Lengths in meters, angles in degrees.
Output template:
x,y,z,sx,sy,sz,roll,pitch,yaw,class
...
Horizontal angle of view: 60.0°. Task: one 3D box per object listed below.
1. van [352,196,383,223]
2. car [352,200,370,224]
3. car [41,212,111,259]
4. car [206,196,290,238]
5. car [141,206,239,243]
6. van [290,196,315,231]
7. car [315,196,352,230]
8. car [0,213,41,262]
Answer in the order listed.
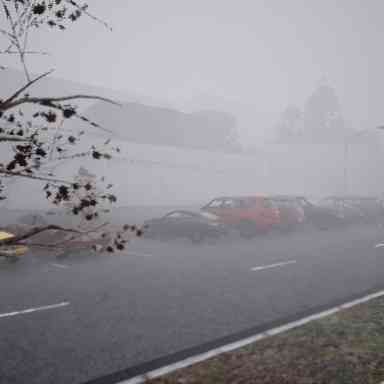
x,y,z,sx,sy,sz,roll,pitch,yaw,class
11.664,1.289,25.037,4.442,1.987,1.878,-1,0,35,van
9.337,1.517,23.237,4.892,1.521,2.231,-1,0,35,car
-5.227,1.539,12.842,4.792,1.488,2.163,-1,-1,35,car
2.013,1.274,18.067,5.566,2.045,2.435,-1,-1,35,car
-0.388,1.563,16.316,4.674,1.452,2.002,-1,-1,35,car
4.570,1.296,19.722,4.442,1.987,1.878,-1,-1,35,van
6.928,1.268,21.502,5.566,2.045,2.435,-1,-1,35,car
-7.528,1.490,11.027,5.366,1.575,1.946,-1,-1,35,car
